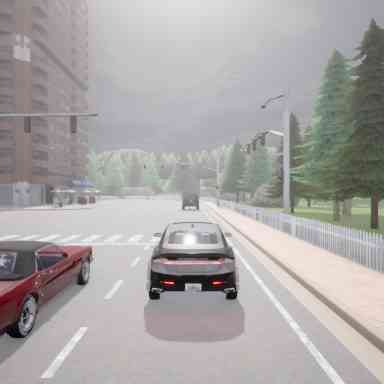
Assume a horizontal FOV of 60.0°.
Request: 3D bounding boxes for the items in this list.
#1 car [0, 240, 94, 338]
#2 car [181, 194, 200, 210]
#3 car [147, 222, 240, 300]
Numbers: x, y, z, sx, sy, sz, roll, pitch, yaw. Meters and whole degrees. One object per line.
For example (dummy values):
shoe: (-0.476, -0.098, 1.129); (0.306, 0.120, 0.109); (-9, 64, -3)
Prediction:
car: (-3.451, 1.601, 6.529); (1.895, 1.301, 4.718); (0, 0, 0)
car: (-0.186, 1.221, 43.746); (2.150, 2.045, 5.566); (0, 0, -1)
car: (0.022, 1.492, 8.378); (2.128, 1.511, 4.902); (0, 0, 0)
